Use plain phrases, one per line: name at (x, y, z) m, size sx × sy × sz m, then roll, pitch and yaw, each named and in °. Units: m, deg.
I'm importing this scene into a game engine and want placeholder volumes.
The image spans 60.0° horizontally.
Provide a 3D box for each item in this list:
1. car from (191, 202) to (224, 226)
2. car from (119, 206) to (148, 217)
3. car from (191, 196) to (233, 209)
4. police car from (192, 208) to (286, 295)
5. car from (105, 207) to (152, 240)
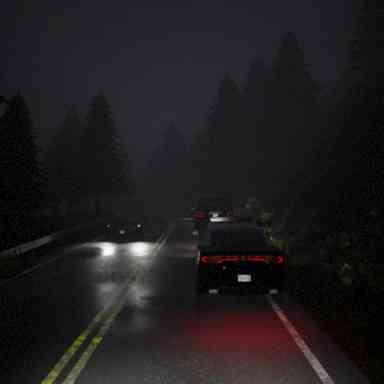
car at (1.066, 1.579, 25.142) m, size 1.837 × 1.490 × 4.892 m, roll 1°, pitch 0°, yaw -5°
car at (-8.066, 2.717, 45.552) m, size 1.994 × 1.385 × 4.181 m, roll 4°, pitch -8°, yaw -40°
car at (1.191, 1.263, 18.887) m, size 2.150 × 2.045 × 5.566 m, roll 0°, pitch 0°, yaw 1°
police car at (1.037, 1.442, 8.926) m, size 1.930 × 1.638 × 5.238 m, roll 0°, pitch 0°, yaw 1°
car at (-3.200, 1.567, 17.529) m, size 1.812 × 1.442 × 4.674 m, roll 0°, pitch 0°, yaw 0°
